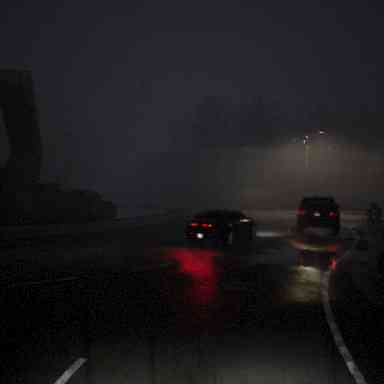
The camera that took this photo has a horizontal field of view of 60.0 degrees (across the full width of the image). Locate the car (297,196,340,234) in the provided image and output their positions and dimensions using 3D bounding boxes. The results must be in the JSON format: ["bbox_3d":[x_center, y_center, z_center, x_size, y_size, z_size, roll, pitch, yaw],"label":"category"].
[{"bbox_3d":[7.533,1.274,19.820,2.150,2.045,5.566,1,0,22],"label":"car"}]

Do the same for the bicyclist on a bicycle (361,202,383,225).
[{"bbox_3d":[12.714,1.536,23.233,1.656,1.620,0.582,0,0,36],"label":"bicyclist on a bicycle"}]

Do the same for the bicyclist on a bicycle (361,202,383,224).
[{"bbox_3d":[13.391,1.540,24.518,1.656,1.620,0.582,1,0,-9],"label":"bicyclist on a bicycle"}]

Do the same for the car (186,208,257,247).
[{"bbox_3d":[1.505,1.520,15.331,1.837,1.490,4.892,0,-1,30],"label":"car"}]
